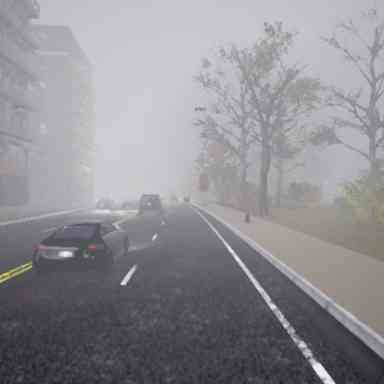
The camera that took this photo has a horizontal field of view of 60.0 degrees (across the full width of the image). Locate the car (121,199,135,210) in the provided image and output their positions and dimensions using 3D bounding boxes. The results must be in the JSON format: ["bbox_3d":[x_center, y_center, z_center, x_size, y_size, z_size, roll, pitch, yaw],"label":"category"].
[{"bbox_3d":[-7.990,1.561,42.878,1.895,1.301,4.718,0,0,-3],"label":"car"}]

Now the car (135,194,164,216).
[{"bbox_3d":[-3.977,1.191,32.677,2.150,2.045,5.566,0,0,-3],"label":"car"}]

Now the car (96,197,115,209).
[{"bbox_3d":[-11.303,1.454,43.726,2.128,1.511,4.902,0,0,-4],"label":"car"}]

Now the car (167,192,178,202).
[{"bbox_3d":[-4.122,1.408,74.797,1.837,1.490,4.892,0,0,-6],"label":"car"}]

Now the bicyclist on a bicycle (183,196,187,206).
[{"bbox_3d":[-1.117,1.392,51.943,0.582,1.620,1.656,0,0,-4],"label":"bicyclist on a bicycle"}]

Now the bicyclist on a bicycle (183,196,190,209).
[{"bbox_3d":[-0.487,1.405,42.877,0.582,1.620,1.656,0,0,-4],"label":"bicyclist on a bicycle"}]

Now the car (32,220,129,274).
[{"bbox_3d":[-3.264,1.556,10.518,1.994,1.385,4.181,0,0,-1],"label":"car"}]

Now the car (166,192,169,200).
[{"bbox_3d":[-5.538,1.039,86.965,2.150,2.045,5.566,0,0,-8],"label":"car"}]
